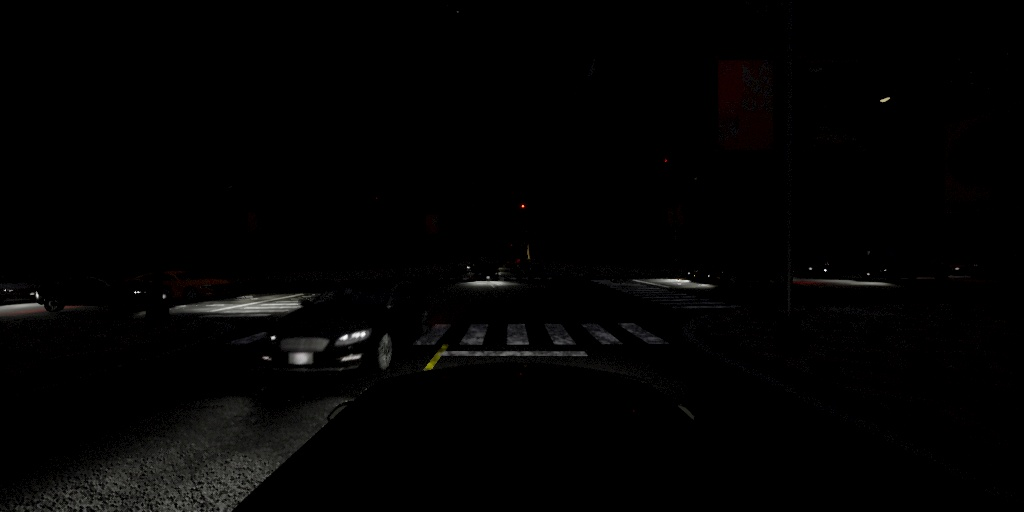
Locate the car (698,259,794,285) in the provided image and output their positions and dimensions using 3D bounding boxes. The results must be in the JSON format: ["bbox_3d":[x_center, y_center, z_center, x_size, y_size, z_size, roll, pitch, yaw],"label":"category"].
[{"bbox_3d":[14.728,0.965,22.387,4.892,1.490,1.837,-1,0,2],"label":"car"}]

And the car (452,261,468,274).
[{"bbox_3d":[-5.799,1.305,41.083,2.007,1.370,4.403,0,0,0],"label":"car"}]

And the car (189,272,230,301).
[{"bbox_3d":[-17.652,1.528,18.905,5.008,1.535,1.882,-1,0,2],"label":"car"}]

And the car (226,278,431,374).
[{"bbox_3d":[-3.085,1.248,7.699,2.128,1.511,4.902,0,0,0],"label":"car"}]

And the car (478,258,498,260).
[{"bbox_3d":[-3.163,1.282,46.600,1.812,1.442,4.674,0,0,0],"label":"car"}]

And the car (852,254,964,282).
[{"bbox_3d":[24.611,0.812,22.428,4.674,1.442,1.812,-1,0,0],"label":"car"}]

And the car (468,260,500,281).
[{"bbox_3d":[-2.357,1.299,30.520,2.033,1.411,5.357,0,0,-11],"label":"car"}]

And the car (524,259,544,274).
[{"bbox_3d":[2.726,1.305,41.122,2.007,1.370,4.403,0,0,0],"label":"car"}]

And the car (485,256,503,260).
[{"bbox_3d":[-3.214,0.987,62.292,2.150,2.045,5.566,0,0,0],"label":"car"}]

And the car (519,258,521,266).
[{"bbox_3d":[2.644,1.311,57.455,2.007,1.370,4.403,0,0,0],"label":"car"}]

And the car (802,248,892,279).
[{"bbox_3d":[24.130,0.510,25.675,5.566,2.045,2.150,-1,0,0],"label":"car"}]

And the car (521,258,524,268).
[{"bbox_3d":[2.671,1.304,52.011,1.888,1.381,4.507,0,0,0],"label":"car"}]

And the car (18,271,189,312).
[{"bbox_3d":[-17.629,1.546,15.661,4.902,1.511,2.128,-1,0,2],"label":"car"}]

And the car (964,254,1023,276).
[{"bbox_3d":[34.350,0.605,25.683,4.902,1.511,2.128,-1,0,0],"label":"car"}]

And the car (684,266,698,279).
[{"bbox_3d":[14.654,1.020,25.657,4.181,1.385,1.994,-1,0,0],"label":"car"}]

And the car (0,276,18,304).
[{"bbox_3d":[-27.627,1.763,18.884,4.674,1.442,1.812,-1,0,0],"label":"car"}]
